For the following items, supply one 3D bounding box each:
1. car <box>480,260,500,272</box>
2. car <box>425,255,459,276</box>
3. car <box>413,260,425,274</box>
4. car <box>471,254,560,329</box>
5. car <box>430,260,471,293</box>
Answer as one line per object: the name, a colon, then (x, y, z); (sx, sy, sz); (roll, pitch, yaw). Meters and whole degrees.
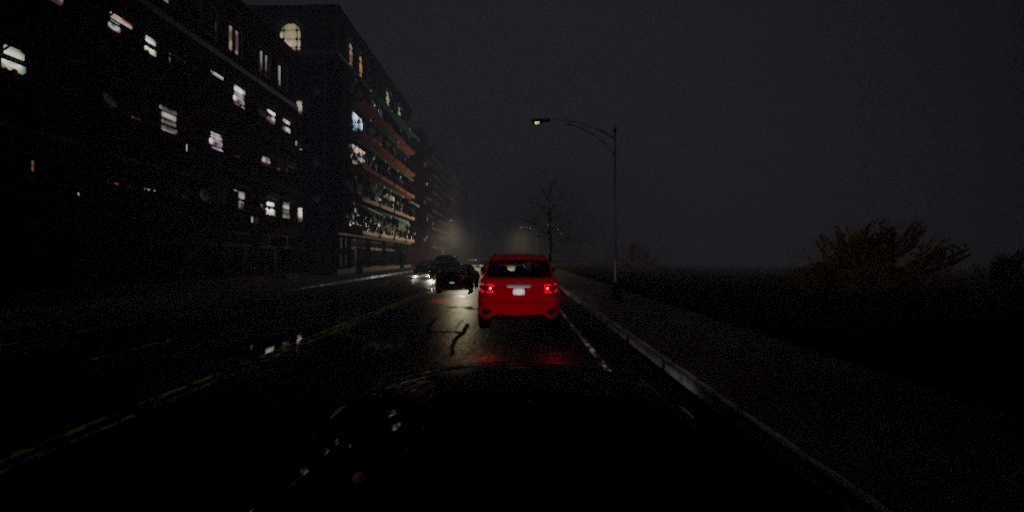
car: (-2.690, 1.196, 44.716); (2.033, 1.411, 5.357); (0, 0, 1)
car: (-6.258, 0.897, 33.915); (2.150, 2.045, 5.566); (0, 0, 1)
car: (-9.443, 1.140, 39.691); (1.882, 1.535, 5.008); (0, 0, 1)
car: (0.198, 0.950, 11.314); (2.150, 2.045, 5.566); (0, 0, 1)
car: (-2.952, 1.186, 20.283); (1.882, 1.535, 5.008); (0, 0, 1)
